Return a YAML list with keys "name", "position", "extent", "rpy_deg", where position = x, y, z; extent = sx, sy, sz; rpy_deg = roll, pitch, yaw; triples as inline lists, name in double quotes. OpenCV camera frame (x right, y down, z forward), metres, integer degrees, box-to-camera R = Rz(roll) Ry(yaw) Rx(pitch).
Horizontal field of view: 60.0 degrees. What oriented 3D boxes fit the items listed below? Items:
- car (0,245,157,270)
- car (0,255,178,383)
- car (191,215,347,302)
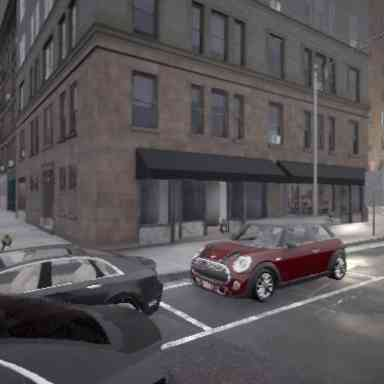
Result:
- name: "car"
  position: [-2.538, 1.548, 4.947]
  extent: [4.403, 1.369, 2.008]
  rpy_deg: [0, 1, -35]
- name: "car"
  position: [-2.363, 1.509, 1.693]
  extent: [4.892, 1.490, 1.837]
  rpy_deg: [0, 0, -35]
- name: "car"
  position: [1.936, 1.414, 8.133]
  extent: [4.097, 1.590, 1.967]
  rpy_deg: [0, 1, -35]
